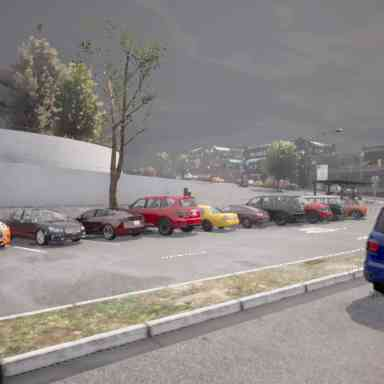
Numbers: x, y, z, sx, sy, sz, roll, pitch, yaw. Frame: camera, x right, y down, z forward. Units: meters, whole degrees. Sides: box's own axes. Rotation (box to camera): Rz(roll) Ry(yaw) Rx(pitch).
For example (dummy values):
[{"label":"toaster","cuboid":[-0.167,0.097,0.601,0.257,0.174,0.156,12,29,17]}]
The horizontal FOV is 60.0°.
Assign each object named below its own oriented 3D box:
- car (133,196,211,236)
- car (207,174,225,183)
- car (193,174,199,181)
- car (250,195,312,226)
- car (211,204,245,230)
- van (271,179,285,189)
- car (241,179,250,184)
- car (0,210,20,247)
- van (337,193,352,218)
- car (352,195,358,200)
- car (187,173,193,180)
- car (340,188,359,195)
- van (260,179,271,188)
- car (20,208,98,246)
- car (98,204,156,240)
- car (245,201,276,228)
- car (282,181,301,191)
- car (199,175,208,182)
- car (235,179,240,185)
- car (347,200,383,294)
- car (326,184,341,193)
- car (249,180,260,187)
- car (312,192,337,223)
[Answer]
[{"label":"car","cuboid":[-2.084,1.249,18.759,5.566,2.045,2.435,-1,-1,34]},{"label":"car","cuboid":[6.922,-3.174,87.312,1.946,1.575,5.366,7,3,34]},{"label":"car","cuboid":[3.273,-3.849,92.035,2.185,1.767,4.553,6,3,34]},{"label":"car","cuboid":[5.265,1.264,23.977,5.566,2.045,2.435,-1,-1,35]},{"label":"car","cuboid":[0.234,1.504,20.588,5.366,1.575,1.946,-1,-1,35]},{"label":"van","cuboid":[18.919,-1.489,69.827,1.878,1.987,4.442,7,4,35]},{"label":"car","cuboid":[13.778,-2.042,77.345,2.002,1.452,4.674,7,4,35]},{"label":"car","cuboid":[-9.411,1.367,13.536,4.553,1.767,2.185,-1,-1,34]},{"label":"van","cuboid":[10.314,1.298,27.356,4.442,1.987,1.878,-1,-1,35]},{"label":"car","cuboid":[12.722,1.405,29.108,4.553,1.767,2.185,-1,-1,35]},{"label":"car","cuboid":[1.541,-4.083,94.503,2.185,1.767,4.553,4,1,33]},{"label":"car","cuboid":[27.590,0.138,57.613,2.002,1.452,4.674,7,3,35]},{"label":"van","cuboid":[17.188,-1.762,72.297,1.878,1.987,4.442,7,4,35]},{"label":"car","cuboid":[-6.946,1.494,15.263,4.892,1.521,2.231,-1,-1,34]},{"label":"car","cuboid":[-4.528,1.525,17.012,4.792,1.488,2.163,-1,-1,34]},{"label":"car","cuboid":[2.839,1.550,22.218,4.674,1.452,2.002,-1,-1,35]},{"label":"car","cuboid":[20.680,-0.991,67.466,2.231,1.521,4.892,7,3,35]},{"label":"car","cuboid":[5.069,-3.697,89.570,2.435,2.045,5.566,7,3,34]},{"label":"car","cuboid":[12.034,-2.315,79.806,2.002,1.452,4.674,7,3,35]},{"label":"car","cuboid":[6.084,1.232,7.480,5.566,2.045,2.150,0,0,-35]},{"label":"car","cuboid":[25.897,-0.424,60.084,2.435,2.045,5.566,7,3,35]},{"label":"car","cuboid":[15.611,-1.810,75.026,1.946,1.575,5.366,7,3,35]},{"label":"car","cuboid":[7.777,1.268,25.684,5.566,2.045,2.435,-1,-1,35]}]
